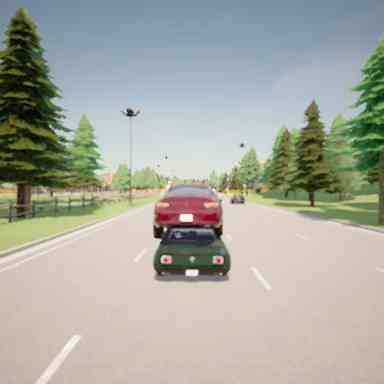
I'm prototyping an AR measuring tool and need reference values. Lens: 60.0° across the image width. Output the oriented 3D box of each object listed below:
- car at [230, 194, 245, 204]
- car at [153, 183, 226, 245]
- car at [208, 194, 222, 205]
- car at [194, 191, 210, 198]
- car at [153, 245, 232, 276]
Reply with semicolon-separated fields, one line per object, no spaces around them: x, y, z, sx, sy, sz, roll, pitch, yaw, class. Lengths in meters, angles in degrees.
7.000;1.081;51.453;2.128;1.511;4.902;0;0;0;car
-0.030;0.480;10.092;1.812;1.442;4.674;0;-1;3;car
3.500;1.115;51.453;1.812;1.442;4.674;0;0;0;car
2.622;0.663;86.520;2.097;1.767;4.553;0;1;31;car
0.003;1.581;10.038;1.895;1.301;4.718;1;1;0;car
